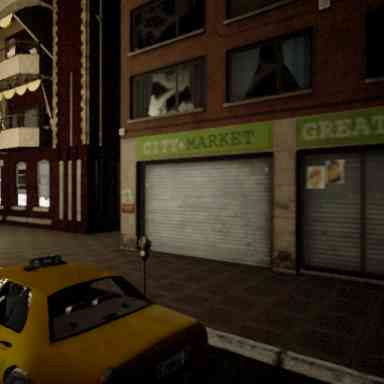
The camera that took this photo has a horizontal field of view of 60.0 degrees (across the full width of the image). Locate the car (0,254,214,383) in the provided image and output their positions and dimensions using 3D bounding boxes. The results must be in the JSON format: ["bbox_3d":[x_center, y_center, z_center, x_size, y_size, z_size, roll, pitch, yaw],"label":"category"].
[{"bbox_3d":[-2.055,1.499,4.340,4.829,1.417,1.752,0,0,35],"label":"car"}]
